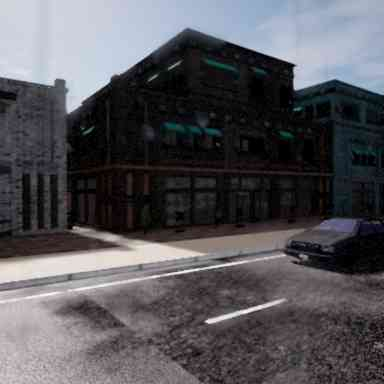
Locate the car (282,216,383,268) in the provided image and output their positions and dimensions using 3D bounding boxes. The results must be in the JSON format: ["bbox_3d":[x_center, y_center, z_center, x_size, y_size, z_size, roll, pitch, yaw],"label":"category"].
[{"bbox_3d":[5.550,1.571,11.642,5.357,1.411,2.033,0,0,-36],"label":"car"}]
